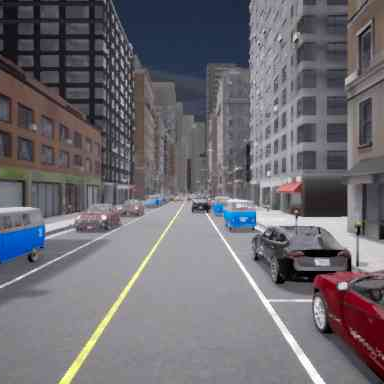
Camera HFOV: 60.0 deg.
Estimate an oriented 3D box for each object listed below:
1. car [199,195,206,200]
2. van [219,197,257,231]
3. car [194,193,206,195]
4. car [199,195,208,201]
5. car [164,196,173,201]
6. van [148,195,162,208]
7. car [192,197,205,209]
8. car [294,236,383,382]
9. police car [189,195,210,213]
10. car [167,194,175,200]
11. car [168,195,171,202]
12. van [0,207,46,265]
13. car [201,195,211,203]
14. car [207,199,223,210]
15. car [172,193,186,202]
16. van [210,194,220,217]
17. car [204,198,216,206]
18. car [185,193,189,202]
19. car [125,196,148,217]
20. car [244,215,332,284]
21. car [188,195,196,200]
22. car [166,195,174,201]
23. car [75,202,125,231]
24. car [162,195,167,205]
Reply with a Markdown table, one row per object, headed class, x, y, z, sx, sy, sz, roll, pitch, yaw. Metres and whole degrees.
| class | x | y | z | sx | sy | sz | roll | pitch | yaw |
| --- | --- | --- | --- | --- | --- | --- | --- | --- | --- |
| car | 2.855 | 1.564 | 91.877 | 1.947 | 1.339 | 4.313 | 0 | 0 | 0 |
| van | 2.856 | 1.337 | 20.359 | 1.690 | 1.788 | 3.998 | 0 | 0 | 0 |
| car | 0.900 | 1.447 | 53.231 | 1.801 | 1.575 | 5.366 | 0 | 0 | 0 |
| car | 2.855 | 1.546 | 80.874 | 2.008 | 1.369 | 4.403 | 0 | 0 | 0 |
| car | -5.670 | 1.561 | 80.874 | 1.947 | 1.339 | 4.313 | 0 | 0 | 0 |
| van | -5.670 | 1.333 | 47.867 | 1.690 | 1.788 | 3.998 | 0 | 0 | 0 |
| car | 0.900 | 1.519 | 47.040 | 1.812 | 1.442 | 4.674 | 0 | 0 | 0 |
| car | 2.856 | 1.543 | 3.855 | 1.887 | 1.381 | 4.507 | 0 | 0 | 0 |
| police car | 0.900 | 1.419 | 37.150 | 1.930 | 1.638 | 5.238 | 0 | 0 | 0 |
| car | -5.670 | 1.439 | 91.877 | 1.967 | 1.590 | 4.097 | 0 | 0 | 0 |
| car | -5.669 | 1.558 | 64.370 | 1.947 | 1.339 | 4.313 | 0 | 0 | 0 |
| van | -5.670 | 1.339 | 9.356 | 1.690 | 1.788 | 3.998 | 0 | 0 | 0 |
| car | 2.856 | 1.433 | 69.871 | 1.967 | 1.590 | 4.097 | 0 | 0 | 0 |
| car | 2.856 | 1.574 | 42.365 | 1.802 | 1.307 | 4.206 | 0 | 0 | 0 |
| car | -3.000 | 1.322 | 76.770 | 2.097 | 1.767 | 4.553 | 0 | 0 | 0 |
| van | 2.856 | 1.335 | 31.362 | 1.690 | 1.788 | 3.998 | 0 | 0 | 0 |
| car | 2.856 | 1.573 | 53.367 | 1.802 | 1.307 | 4.206 | 0 | 0 | 0 |
| car | 0.000 | 1.463 | 72.276 | 1.994 | 1.385 | 4.181 | 0 | 0 | 0 |
| car | -5.669 | 1.434 | 31.362 | 1.967 | 1.590 | 4.097 | 0 | 0 | 0 |
| car | 2.856 | 1.564 | 9.356 | 1.947 | 1.339 | 4.313 | 0 | 0 | 0 |
| car | 0.000 | 1.417 | 87.381 | 1.812 | 1.442 | 4.674 | 0 | 0 | 0 |
| car | -5.670 | 1.579 | 86.375 | 1.802 | 1.307 | 4.206 | 0 | 0 | 0 |
| car | -5.670 | 1.436 | 20.359 | 1.967 | 1.590 | 4.097 | 0 | 0 | 0 |
| car | -5.670 | 1.542 | 53.367 | 2.008 | 1.369 | 4.403 | 0 | 0 | 0 |
